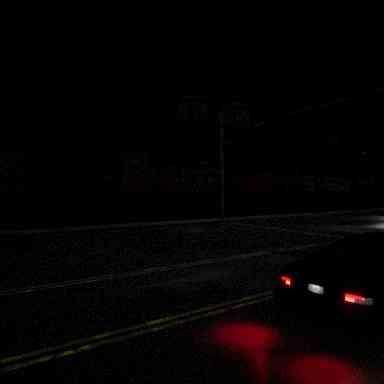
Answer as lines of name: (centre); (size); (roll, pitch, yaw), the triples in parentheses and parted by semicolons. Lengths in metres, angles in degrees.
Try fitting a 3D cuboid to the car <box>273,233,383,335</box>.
car: (3.967, 1.547, 6.600); (5.357, 1.411, 2.033); (0, 0, -35)
